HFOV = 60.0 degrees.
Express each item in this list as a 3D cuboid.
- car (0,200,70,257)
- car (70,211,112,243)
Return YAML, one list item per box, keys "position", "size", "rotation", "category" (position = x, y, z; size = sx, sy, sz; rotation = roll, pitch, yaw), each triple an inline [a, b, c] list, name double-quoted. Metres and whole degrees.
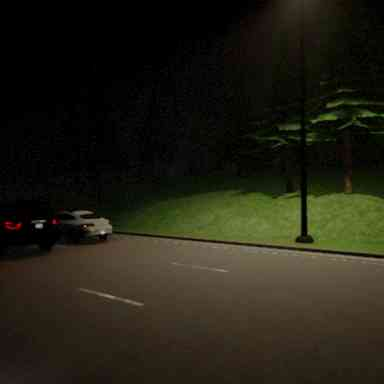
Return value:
- position: [-7.766, 1.350, 13.714]
  size: [5.566, 2.045, 2.150]
  rotation: [0, 0, 36]
  category: "car"
- position: [-6.006, 1.662, 16.763]
  size: [4.674, 1.442, 1.812]
  rotation: [0, 0, 36]
  category: "car"
